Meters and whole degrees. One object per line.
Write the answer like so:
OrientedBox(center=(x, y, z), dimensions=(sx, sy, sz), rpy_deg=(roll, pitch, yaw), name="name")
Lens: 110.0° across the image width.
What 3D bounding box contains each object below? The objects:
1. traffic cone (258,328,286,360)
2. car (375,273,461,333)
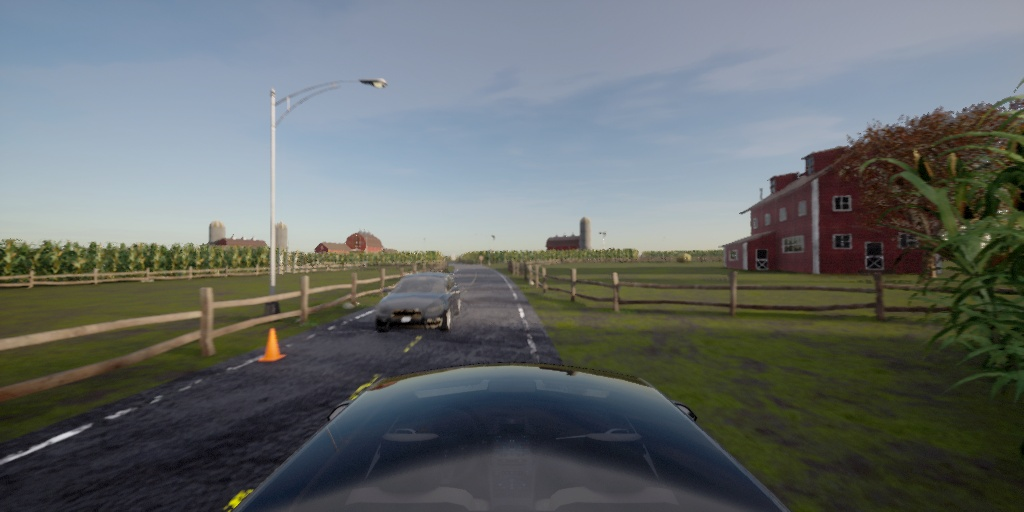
OrientedBox(center=(-4.755, 1.732, 7.116), dimensions=(0.340, 0.580, 0.340), rpy_deg=(0, 0, -1), name="traffic cone")
OrientedBox(center=(-2.650, 1.293, 11.016), dimensions=(1.837, 1.490, 4.892), rpy_deg=(0, 0, -3), name="car")
